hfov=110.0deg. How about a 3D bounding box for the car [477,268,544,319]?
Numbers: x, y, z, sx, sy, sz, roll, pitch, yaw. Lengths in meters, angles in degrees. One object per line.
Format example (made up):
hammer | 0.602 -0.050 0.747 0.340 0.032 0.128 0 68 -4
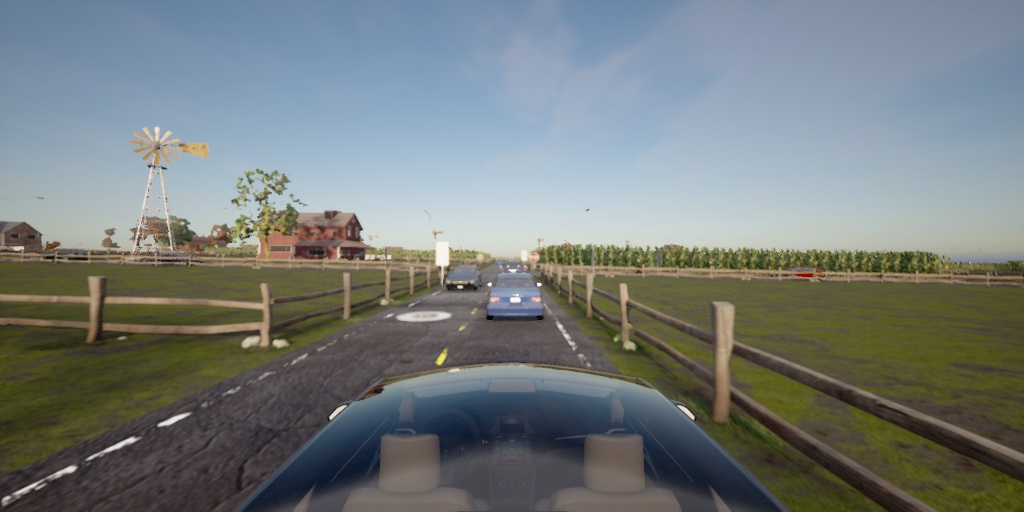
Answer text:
car | 0.096 1.311 12.785 2.033 1.411 5.357 0 0 0

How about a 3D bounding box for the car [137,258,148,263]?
car | -43.736 0.385 45.121 5.357 1.411 2.033 1 -1 1

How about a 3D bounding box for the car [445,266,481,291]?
car | -2.831 1.325 22.285 2.033 1.411 5.357 0 0 0

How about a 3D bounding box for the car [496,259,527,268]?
car | 0.094 1.137 27.623 2.097 1.767 4.553 0 0 0

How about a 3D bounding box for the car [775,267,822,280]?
car | 35.585 2.161 44.550 5.008 1.535 1.882 1 -1 1

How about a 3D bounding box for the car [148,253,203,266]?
car | -39.284 0.410 42.247 4.892 1.490 1.837 1 -1 1
